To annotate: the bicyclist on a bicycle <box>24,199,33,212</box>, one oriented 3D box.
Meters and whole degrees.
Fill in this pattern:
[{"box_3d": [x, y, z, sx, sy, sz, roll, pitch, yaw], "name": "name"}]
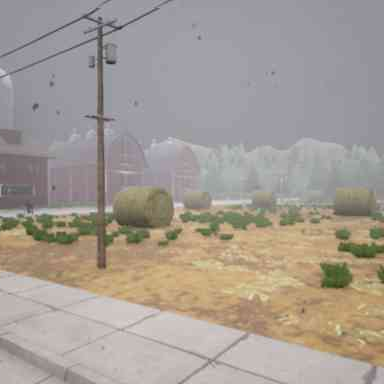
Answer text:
[{"box_3d": [-16.639, 1.578, 33.856, 1.656, 1.620, 0.582, -1, -1, 34], "name": "bicyclist on a bicycle"}]
